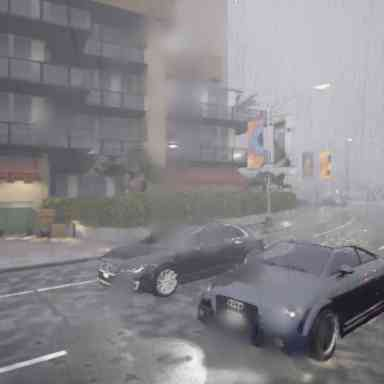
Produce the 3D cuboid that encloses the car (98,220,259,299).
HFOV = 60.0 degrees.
[{"bbox_3d":[-0.031,1.540,8.766,4.892,1.490,1.837,0,0,-42],"label":"car"}]

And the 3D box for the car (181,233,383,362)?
[{"bbox_3d":[2.096,1.579,6.012,4.181,1.385,1.994,0,0,-41],"label":"car"}]

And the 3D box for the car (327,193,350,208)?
[{"bbox_3d":[22.008,1.442,51.288,2.097,1.767,4.553,0,0,-10],"label":"car"}]

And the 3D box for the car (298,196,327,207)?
[{"bbox_3d":[18.383,1.461,52.063,2.097,1.767,4.553,0,0,-13],"label":"car"}]
